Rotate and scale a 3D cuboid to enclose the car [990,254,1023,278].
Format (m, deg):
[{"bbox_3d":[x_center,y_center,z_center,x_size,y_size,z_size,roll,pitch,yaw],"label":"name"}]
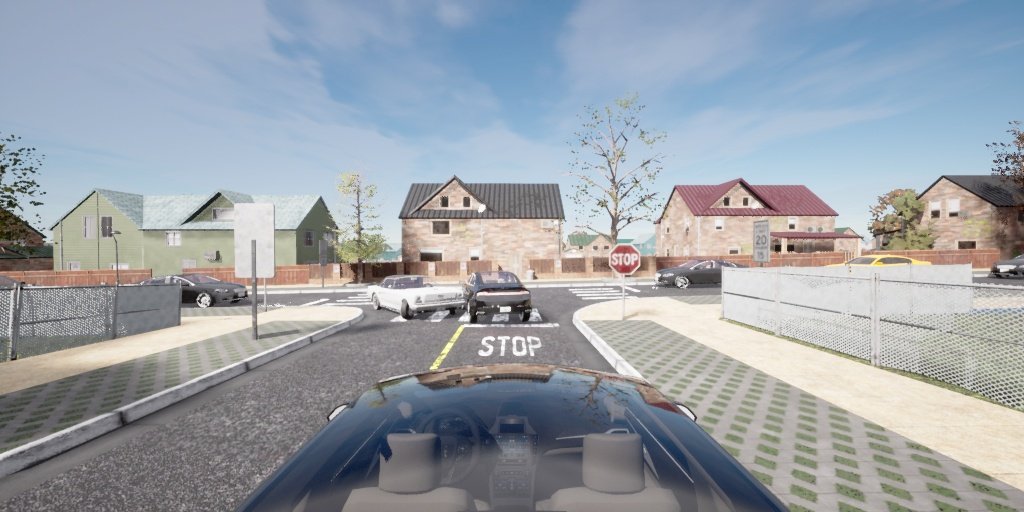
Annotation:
[{"bbox_3d":[29.386,0.478,19.612,4.902,1.511,2.128,-1,1,0],"label":"car"}]

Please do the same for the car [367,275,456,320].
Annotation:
[{"bbox_3d":[-3.602,1.368,12.990,1.895,1.301,4.718,0,0,-38],"label":"car"}]

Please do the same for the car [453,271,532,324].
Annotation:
[{"bbox_3d":[-0.685,1.243,12.131,2.128,1.511,4.902,0,0,-12],"label":"car"}]

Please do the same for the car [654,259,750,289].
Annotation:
[{"bbox_3d":[10.331,0.926,19.539,4.902,1.511,2.128,-1,1,0],"label":"car"}]

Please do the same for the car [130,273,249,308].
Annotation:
[{"bbox_3d":[-14.902,1.566,16.486,4.902,1.511,2.128,-1,1,0],"label":"car"}]

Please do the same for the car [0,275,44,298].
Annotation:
[{"bbox_3d":[-24.239,1.648,16.446,4.553,1.767,2.097,-1,1,0],"label":"car"}]

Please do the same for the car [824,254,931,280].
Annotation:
[{"bbox_3d":[19.762,0.690,19.575,5.008,1.535,1.882,-1,1,-1],"label":"car"}]
